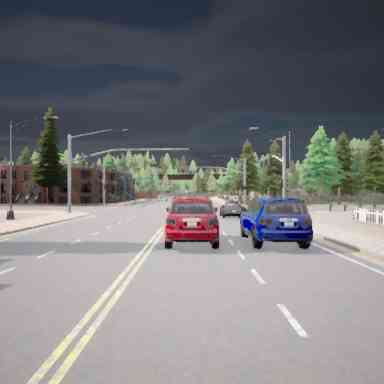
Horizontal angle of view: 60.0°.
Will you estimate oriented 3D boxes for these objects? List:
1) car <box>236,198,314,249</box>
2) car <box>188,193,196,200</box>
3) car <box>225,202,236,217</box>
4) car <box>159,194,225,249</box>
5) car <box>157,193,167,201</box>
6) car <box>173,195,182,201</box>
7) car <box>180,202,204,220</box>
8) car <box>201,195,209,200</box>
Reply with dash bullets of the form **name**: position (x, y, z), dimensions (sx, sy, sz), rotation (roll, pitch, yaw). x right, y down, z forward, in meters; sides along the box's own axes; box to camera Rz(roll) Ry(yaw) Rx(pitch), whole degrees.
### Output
- **car**: position (3.500, 1.256, 14.680), dimensions (2.150, 2.045, 5.566), rotation (0, 0, 0)
- **car**: position (0.000, 1.202, 87.002), dimensions (2.097, 1.767, 4.553), rotation (0, 0, 0)
- **car**: position (3.500, 1.571, 29.650), dimensions (1.994, 1.385, 4.181), rotation (0, 0, 0)
- **car**: position (0.000, 1.256, 14.680), dimensions (2.150, 2.045, 5.566), rotation (0, 0, 0)
- **car**: position (-7.000, 1.175, 79.005), dimensions (2.150, 2.045, 5.566), rotation (0, 0, 0)
- **car**: position (-3.500, 1.502, 79.033), dimensions (1.994, 1.385, 4.181), rotation (0, 0, 0)
- **car**: position (0.000, 1.615, 29.680), dimensions (1.895, 1.301, 4.718), rotation (0, 0, 0)
- **car**: position (3.500, 1.442, 87.062), dimensions (1.895, 1.301, 4.718), rotation (0, 0, 0)
